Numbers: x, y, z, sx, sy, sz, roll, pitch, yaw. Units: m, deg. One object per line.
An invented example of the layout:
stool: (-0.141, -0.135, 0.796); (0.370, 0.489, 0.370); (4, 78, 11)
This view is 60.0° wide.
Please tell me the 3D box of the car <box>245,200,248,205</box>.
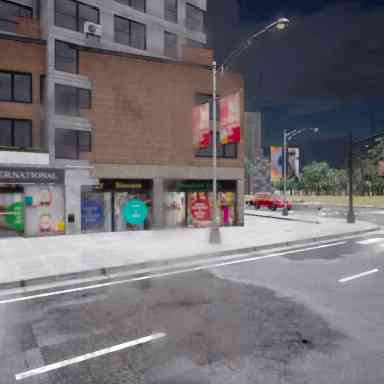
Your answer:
car: (9.589, 1.473, 47.565); (1.895, 1.301, 4.718); (0, 0, -22)

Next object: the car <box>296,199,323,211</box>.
car: (13.081, 1.493, 39.095); (1.895, 1.301, 4.718); (0, 0, -23)

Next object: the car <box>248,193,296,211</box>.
car: (9.388, 1.123, 39.481); (2.150, 2.045, 5.566); (0, 0, -22)
